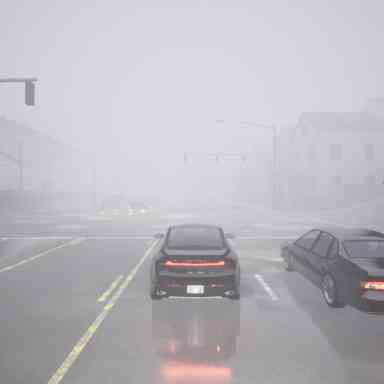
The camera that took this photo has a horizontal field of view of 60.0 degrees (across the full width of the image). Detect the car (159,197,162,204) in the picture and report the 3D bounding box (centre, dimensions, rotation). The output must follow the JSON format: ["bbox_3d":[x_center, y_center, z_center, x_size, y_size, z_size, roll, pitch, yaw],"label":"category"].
[{"bbox_3d":[-7.038,1.547,65.055,2.033,1.411,5.357,0,0,1],"label":"car"}]

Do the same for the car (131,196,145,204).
[{"bbox_3d":[-10.533,1.505,65.412,1.837,1.490,4.892,0,0,0],"label":"car"}]

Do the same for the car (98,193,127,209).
[{"bbox_3d":[-10.600,1.221,44.974,2.150,2.045,5.566,0,0,0],"label":"car"}]

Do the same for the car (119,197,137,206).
[{"bbox_3d":[-10.587,1.547,55.221,2.033,1.411,5.357,0,0,0],"label":"car"}]

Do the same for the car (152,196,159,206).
[{"bbox_3d":[-7.090,1.505,54.644,1.837,1.490,4.892,0,0,0],"label":"car"}]

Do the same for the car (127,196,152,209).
[{"bbox_3d":[-7.098,1.477,45.189,1.882,1.535,5.008,0,0,0],"label":"car"}]

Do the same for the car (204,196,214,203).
[{"bbox_3d":[3.499,1.545,69.176,2.033,1.411,5.357,0,0,0],"label":"car"}]

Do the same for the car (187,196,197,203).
[{"bbox_3d":[0.001,1.547,69.176,2.033,1.411,5.357,0,0,0],"label":"car"}]

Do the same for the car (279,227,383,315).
[{"bbox_3d":[3.575,1.547,7.834,2.033,1.411,5.357,0,0,0],"label":"car"}]

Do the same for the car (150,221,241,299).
[{"bbox_3d":[0.075,1.505,8.410,1.837,1.490,4.892,0,0,0],"label":"car"}]
